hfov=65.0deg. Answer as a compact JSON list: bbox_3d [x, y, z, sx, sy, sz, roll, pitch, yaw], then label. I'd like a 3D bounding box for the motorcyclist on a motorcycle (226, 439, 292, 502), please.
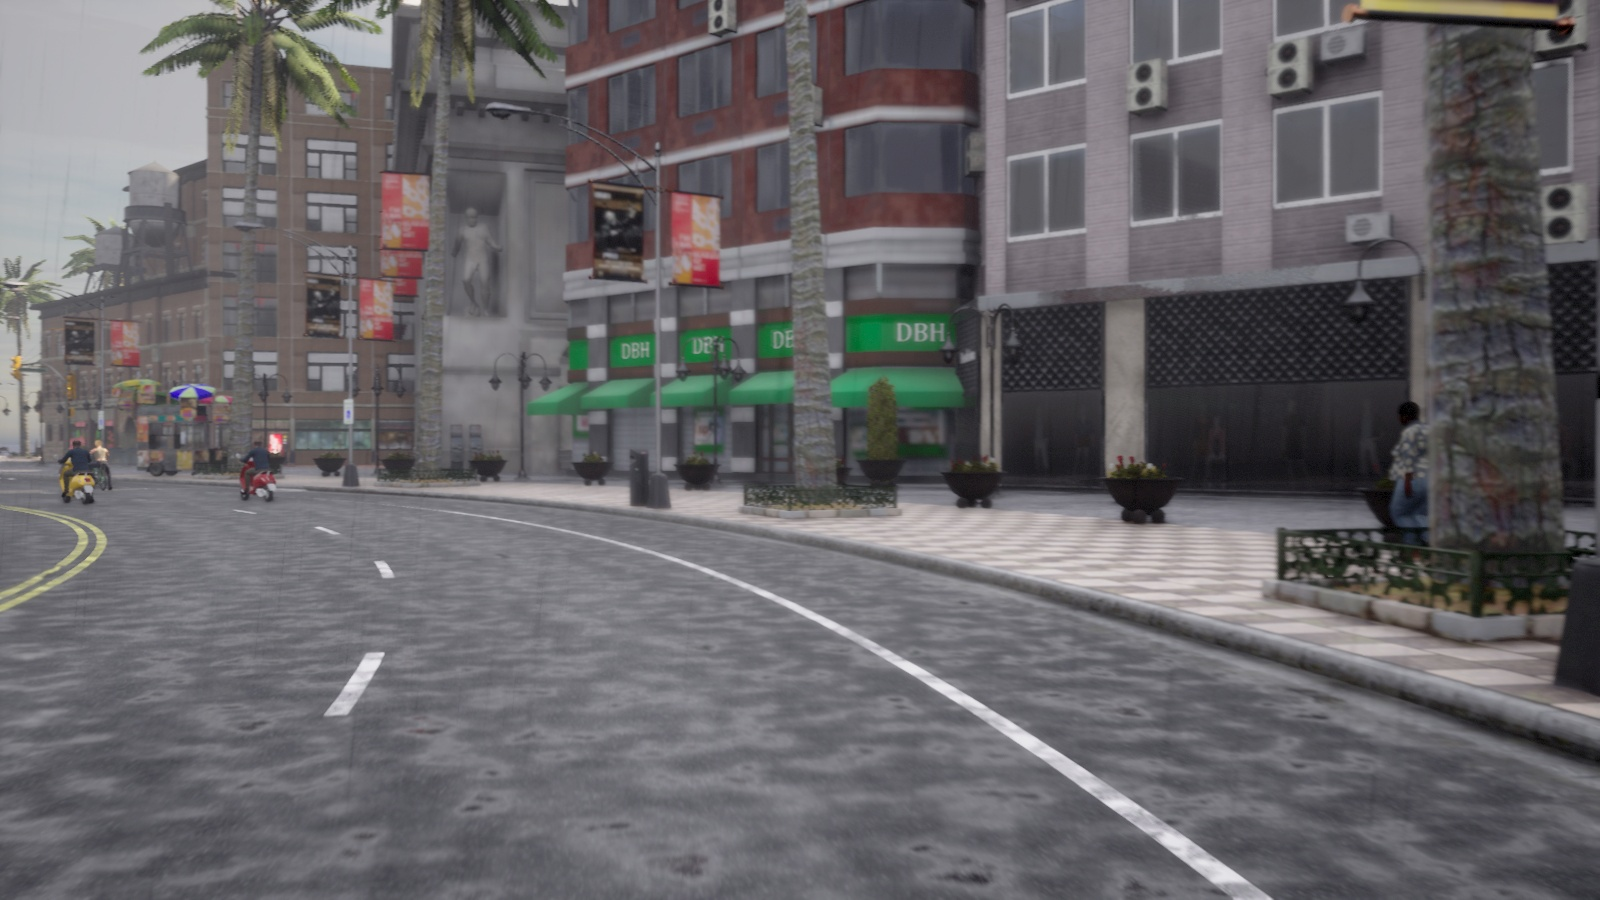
[{"bbox_3d":[-13.952,0.505,32.374,1.817,1.590,0.866,0,0,42],"label":"motorcyclist on a motorcycle"}]

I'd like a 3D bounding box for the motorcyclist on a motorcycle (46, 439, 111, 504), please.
[{"bbox_3d":[-18.005,0.512,31.320,1.817,1.590,0.866,0,0,42],"label":"motorcyclist on a motorcycle"}]

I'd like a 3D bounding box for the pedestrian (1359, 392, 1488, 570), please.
[{"bbox_3d":[6.763,0.317,13.654,0.874,1.855,0.900,0,0,-23],"label":"pedestrian"}]

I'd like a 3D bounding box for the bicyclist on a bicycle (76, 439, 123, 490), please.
[{"bbox_3d":[-22.398,0.443,40.162,1.509,1.612,0.866,0,0,42],"label":"bicyclist on a bicycle"}]
